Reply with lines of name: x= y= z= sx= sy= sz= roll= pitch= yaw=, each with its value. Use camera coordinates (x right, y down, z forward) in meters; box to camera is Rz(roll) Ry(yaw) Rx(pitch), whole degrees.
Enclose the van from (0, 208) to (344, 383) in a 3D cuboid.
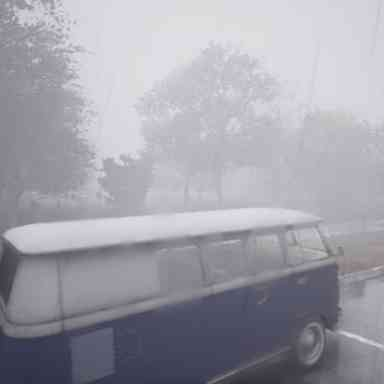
van: x=0.098 y=1.248 z=4.131 sx=4.442 sy=1.987 sz=1.878 roll=-1 pitch=0 yaw=-35
